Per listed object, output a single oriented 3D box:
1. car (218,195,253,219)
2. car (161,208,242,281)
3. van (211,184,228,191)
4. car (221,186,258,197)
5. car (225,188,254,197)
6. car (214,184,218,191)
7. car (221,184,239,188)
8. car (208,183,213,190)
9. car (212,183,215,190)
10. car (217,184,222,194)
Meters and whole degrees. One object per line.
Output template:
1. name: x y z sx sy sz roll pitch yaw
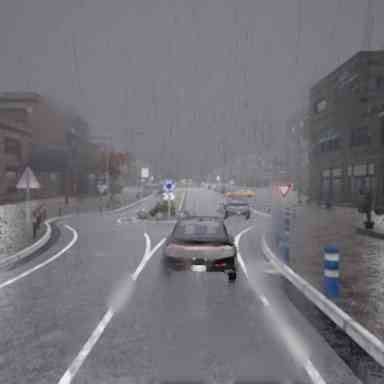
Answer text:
1. car: 3.198 1.243 26.048 2.128 1.511 4.902 1 1 -3
2. car: 0.261 1.450 9.750 2.128 1.511 4.902 0 0 2
3. van: 7.643 -1.301 93.340 4.442 1.987 1.878 0 1 -1
4. car: 8.021 0.219 54.783 5.366 1.575 1.946 0 2 -1
5. car: 8.179 0.146 57.542 4.674 1.452 2.002 0 2 -1
6. car: 7.991 -0.514 74.063 4.892 1.521 2.231 0 2 -1
7. car: 8.112 -0.132 60.288 4.553 1.767 2.185 0 2 -1
8. car: 7.795 -1.184 87.831 5.566 2.045 2.435 0 1 -1
9. car: 7.926 -0.693 79.571 5.008 1.535 2.097 0 2 -1
10. car: 8.141 -0.366 63.037 5.566 2.045 2.435 0 2 -1
